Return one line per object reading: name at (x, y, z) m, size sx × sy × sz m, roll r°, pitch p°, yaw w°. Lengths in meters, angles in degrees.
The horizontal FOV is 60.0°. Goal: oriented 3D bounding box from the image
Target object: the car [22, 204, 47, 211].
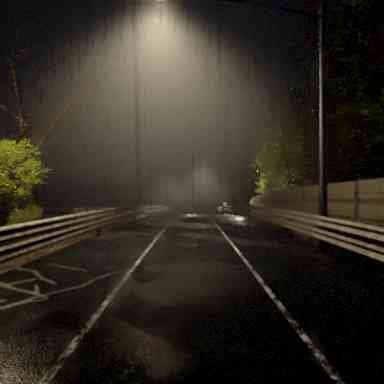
car at (-28.561, 2.739, 58.478) m, size 5.566 × 2.045 × 2.150 m, roll 3°, pitch -5°, yaw -32°
